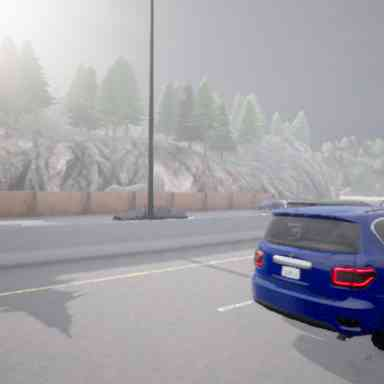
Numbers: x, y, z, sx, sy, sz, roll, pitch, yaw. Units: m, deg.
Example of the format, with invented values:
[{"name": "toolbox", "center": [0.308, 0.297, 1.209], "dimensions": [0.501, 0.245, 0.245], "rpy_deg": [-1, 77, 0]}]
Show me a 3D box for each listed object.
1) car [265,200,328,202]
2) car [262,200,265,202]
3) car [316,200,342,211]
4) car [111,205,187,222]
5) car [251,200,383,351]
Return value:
[{"name": "car", "center": [5.474, 1.321, 12.129], "dimensions": [5.566, 2.045, 2.150], "rpy_deg": [1, 0, -36]}, {"name": "car", "center": [9.873, 1.767, 42.979], "dimensions": [5.008, 1.535, 1.882], "rpy_deg": [1, 0, -43]}, {"name": "car", "center": [19.556, 1.906, 47.467], "dimensions": [1.812, 1.442, 4.674], "rpy_deg": [0, -1, 44]}, {"name": "car", "center": [-2.889, 1.647, 23.594], "dimensions": [5.357, 1.411, 2.033], "rpy_deg": [1, 0, -37]}, {"name": "car", "center": [3.589, 1.279, 6.394], "dimensions": [5.566, 2.045, 2.150], "rpy_deg": [1, 0, -36]}]
